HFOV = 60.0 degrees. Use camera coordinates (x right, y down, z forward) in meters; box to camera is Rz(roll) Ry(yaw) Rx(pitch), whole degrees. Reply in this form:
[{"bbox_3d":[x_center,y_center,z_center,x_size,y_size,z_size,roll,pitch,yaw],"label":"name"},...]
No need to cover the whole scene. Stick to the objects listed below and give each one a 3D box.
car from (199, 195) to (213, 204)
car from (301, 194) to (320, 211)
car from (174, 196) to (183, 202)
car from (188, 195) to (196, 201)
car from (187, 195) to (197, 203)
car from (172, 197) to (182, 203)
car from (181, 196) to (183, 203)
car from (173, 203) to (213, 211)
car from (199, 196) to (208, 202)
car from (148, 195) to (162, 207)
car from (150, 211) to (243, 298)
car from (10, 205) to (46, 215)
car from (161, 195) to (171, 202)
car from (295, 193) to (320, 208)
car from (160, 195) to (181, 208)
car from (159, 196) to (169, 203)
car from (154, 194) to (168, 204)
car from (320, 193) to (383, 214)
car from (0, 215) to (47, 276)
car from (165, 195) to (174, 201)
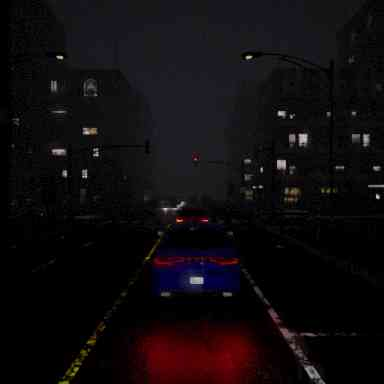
[{"bbox_3d":[2.630,1.458,57.512,1.967,1.590,4.097,0,0,0],"label":"car"},{"bbox_3d":[14.695,1.207,35.586,4.892,1.490,1.837,-1,0,-1],"label":"car"},{"bbox_3d":[-3.082,1.621,78.519,1.895,1.301,4.718,0,0,0],"label":"car"},{"bbox_3d":[-0.092,1.570,90.509,2.128,1.511,4.902,0,0,0],"label":"car"},{"bbox_3d":[0.031,1.502,67.899,1.882,1.535,5.008,0,0,0],"label":"car"},{"bbox_3d":[-3.081,1.626,68.180,1.895,1.301,4.718,0,0,0],"label":"car"},{"bbox_3d":[-3.139,1.370,58.672,2.097,1.767,4.553,0,0,0],"label":"car"},{"bbox_3d":[0.080,1.526,17.931,1.812,1.442,4.674,0,0,1],"label":"car"},{"bbox_3d":[2.614,1.612,74.560,1.802,1.307,4.206,0,0,0],"label":"car"},{"bbox_3d":[-5.743,1.580,51.819,1.947,1.339,4.313,0,0,0],"label":"car"},{"bbox_3d":[0.094,1.477,8.590,1.882,1.535,5.008,0,0,0],"label":"car"},{"bbox_3d":[-16.708,1.888,32.080,4.718,1.301,1.895,-1,0,-1],"label":"car"},{"bbox_3d":[-5.767,1.470,74.549,1.967,1.590,4.097,0,0,0],"label":"car"},{"bbox_3d":[14.521,1.015,38.156,5.009,1.841,2.192,-1,1,-1],"label":"car"},{"bbox_3d":[-3.130,1.560,49.190,2.033,1.411,5.357,0,0,-1],"label":"car"},{"bbox_3d":[-5.761,1.551,68.697,1.752,1.417,4.829,0,0,0],"label":"car"},{"bbox_3d":[-5.756,1.336,63.184,2.192,1.841,5.009,0,0,0],"label":"car"},{"bbox_3d":[14.664,1.029,29.778,5.009,1.841,2.192,-1,1,-1],"label":"car"},{"bbox_3d":[-5.750,1.582,9.796,1.802,1.307,4.206,0,0,0],"label":"car"},{"bbox_3d":[-5.779,1.480,85.915,1.967,1.590,4.097,0,0,0],"label":"car"}]
